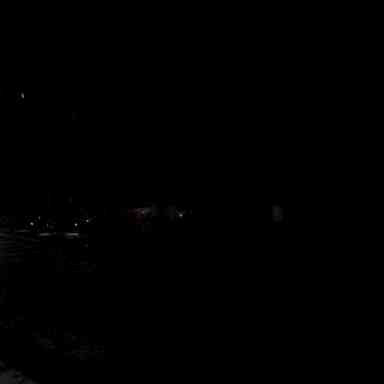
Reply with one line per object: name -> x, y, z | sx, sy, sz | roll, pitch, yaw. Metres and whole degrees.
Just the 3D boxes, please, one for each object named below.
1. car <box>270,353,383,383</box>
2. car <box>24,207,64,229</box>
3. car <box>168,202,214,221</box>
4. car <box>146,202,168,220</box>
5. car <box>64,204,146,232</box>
car -> 2.374, 1.545, 1.267 | 4.507, 1.381, 1.887 | 0, 1, 35
car -> -8.576, 1.653, 22.254 | 1.895, 1.301, 4.718 | 1, 0, 35
car -> 0.502, 1.686, 29.452 | 2.128, 1.511, 4.902 | 1, 0, 35
car -> -3.439, 1.654, 29.510 | 1.812, 1.442, 4.674 | 1, 0, 35
car -> -5.362, 1.633, 21.163 | 1.812, 1.442, 4.674 | 1, 0, 35
